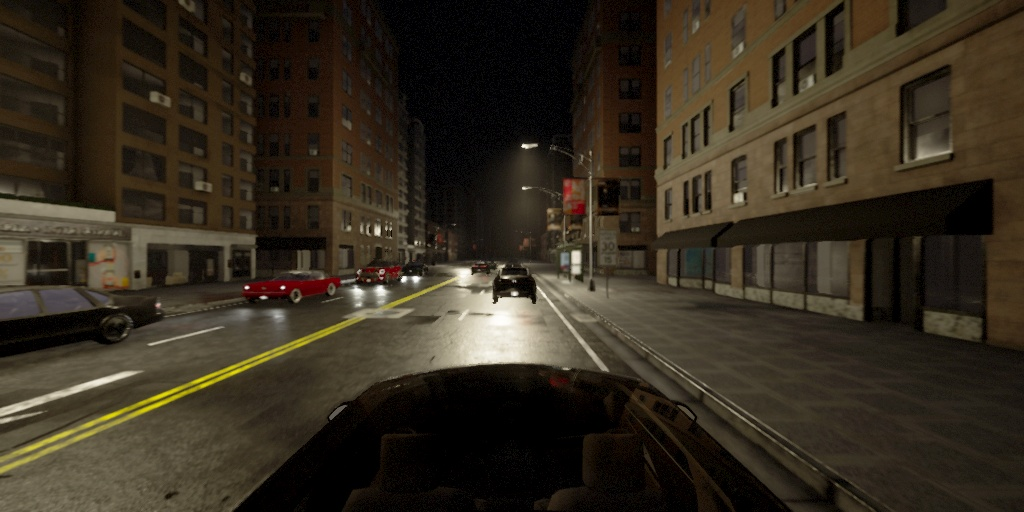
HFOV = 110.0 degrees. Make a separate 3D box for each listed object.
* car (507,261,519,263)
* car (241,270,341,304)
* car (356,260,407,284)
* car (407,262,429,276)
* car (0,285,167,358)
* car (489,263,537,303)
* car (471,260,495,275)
[{"bbox_3d":[0.110,1.244,37.778,1.812,1.442,4.674,0,0,0],"label":"car"},{"bbox_3d":[-9.825,1.337,16.410,1.895,1.301,4.718,0,0,0],"label":"car"},{"bbox_3d":[-9.745,1.080,26.606,2.097,1.767,4.553,0,0,0],"label":"car"},{"bbox_3d":[-9.789,1.284,36.569,1.994,1.385,4.181,0,0,0],"label":"car"},{"bbox_3d":[-9.847,1.293,6.810,2.033,1.411,5.357,0,0,0],"label":"car"},{"bbox_3d":[0.104,1.239,16.475,1.837,1.490,4.892,0,0,0],"label":"car"},{"bbox_3d":[-3.236,1.211,38.005,2.128,1.511,4.902,0,0,0],"label":"car"}]
